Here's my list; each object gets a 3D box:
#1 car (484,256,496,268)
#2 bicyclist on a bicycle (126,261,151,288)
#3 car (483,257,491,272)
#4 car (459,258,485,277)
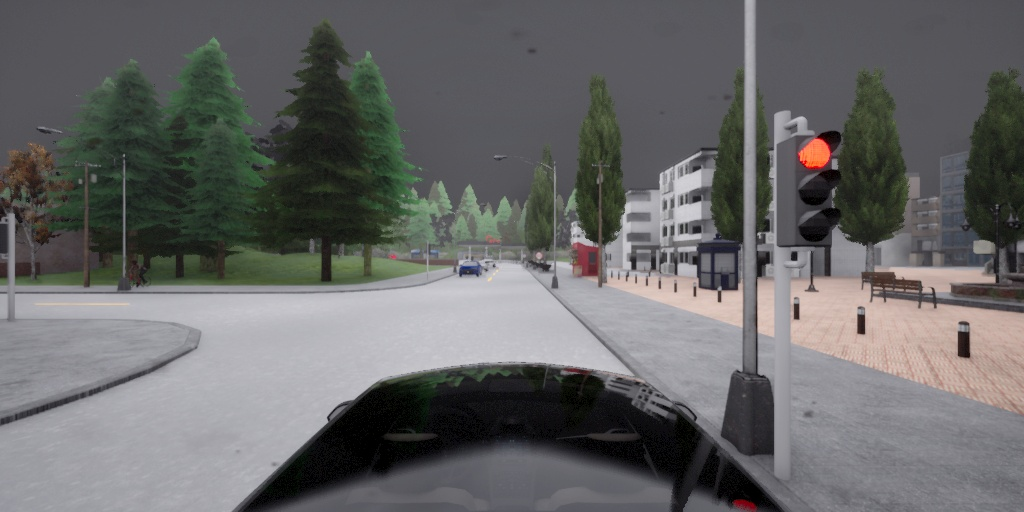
[{"bbox_3d":[-3.965,0.955,60.711,2.150,2.045,5.566,0,0,1],"label":"car"},{"bbox_3d":[-22.132,1.093,21.162,0.582,1.620,1.656,0,0,0],"label":"bicyclist on a bicycle"},{"bbox_3d":[-4.059,1.262,46.009,1.812,1.442,4.674,0,0,0],"label":"car"},{"bbox_3d":[-4.081,1.217,35.850,1.882,1.535,5.008,0,0,0],"label":"car"}]
